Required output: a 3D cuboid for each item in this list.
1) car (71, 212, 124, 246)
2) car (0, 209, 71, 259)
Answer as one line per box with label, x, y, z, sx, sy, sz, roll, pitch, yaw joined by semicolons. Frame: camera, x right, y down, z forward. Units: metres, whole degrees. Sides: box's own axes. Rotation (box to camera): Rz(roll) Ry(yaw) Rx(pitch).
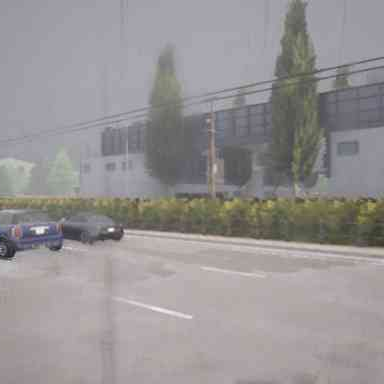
car;-5.288;1.700;16.266;4.181;1.385;1.994;-1;0;36
car;-7.259;1.485;13.374;4.553;1.767;2.097;-1;0;36
